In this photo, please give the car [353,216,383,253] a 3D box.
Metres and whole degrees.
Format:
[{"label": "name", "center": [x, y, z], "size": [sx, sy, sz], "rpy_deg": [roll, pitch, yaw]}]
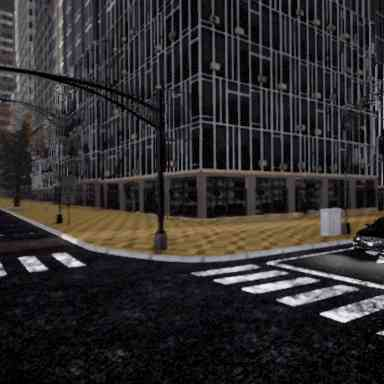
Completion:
[{"label": "car", "center": [8.618, 1.723, 13.812], "size": [4.892, 1.490, 1.837], "rpy_deg": [1, -1, -35]}]
